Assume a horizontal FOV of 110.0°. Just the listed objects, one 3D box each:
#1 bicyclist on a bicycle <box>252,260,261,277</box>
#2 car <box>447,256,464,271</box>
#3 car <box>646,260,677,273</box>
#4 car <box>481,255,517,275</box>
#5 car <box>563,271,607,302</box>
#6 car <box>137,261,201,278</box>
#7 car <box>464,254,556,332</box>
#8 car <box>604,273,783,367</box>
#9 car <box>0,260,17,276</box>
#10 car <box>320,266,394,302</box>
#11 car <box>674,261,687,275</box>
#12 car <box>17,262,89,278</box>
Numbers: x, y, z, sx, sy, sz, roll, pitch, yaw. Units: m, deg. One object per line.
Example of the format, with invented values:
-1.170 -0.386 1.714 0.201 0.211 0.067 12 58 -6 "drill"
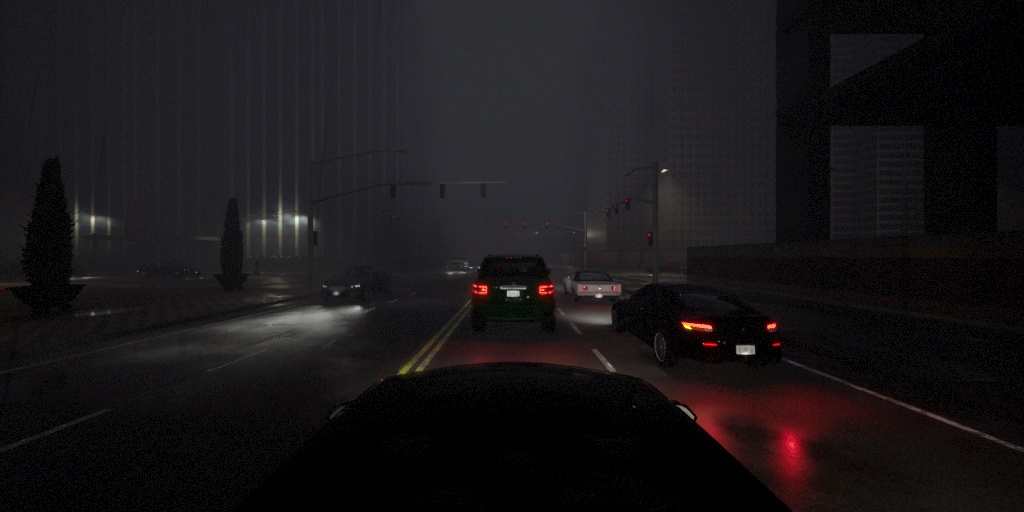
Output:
-24.643 1.203 34.599 0.582 1.620 1.656 0 0 -13 "bicyclist on a bicycle"
-7.267 0.972 49.129 2.150 2.045 5.566 0 0 5 "car"
17.810 1.228 40.723 5.008 1.535 1.882 0 0 0 "car"
-1.579 0.970 41.135 2.150 2.045 5.566 -1 1 -24 "car"
3.594 1.351 16.975 1.895 1.301 4.718 0 0 0 "car"
-31.584 1.241 33.080 4.902 1.511 2.128 0 0 0 "car"
0.058 0.971 11.057 2.150 2.045 5.566 0 0 1 "car"
3.589 1.276 7.814 1.812 1.442 4.674 0 0 0 "car"
-50.677 1.314 36.613 4.181 1.385 1.994 0 0 3 "car"
-7.089 1.241 16.917 2.128 1.511 4.902 0 0 0 "car"
19.879 1.351 37.210 4.718 1.301 1.895 0 0 1 "car"
-41.934 1.314 33.031 4.181 1.385 1.994 0 0 0 "car"
